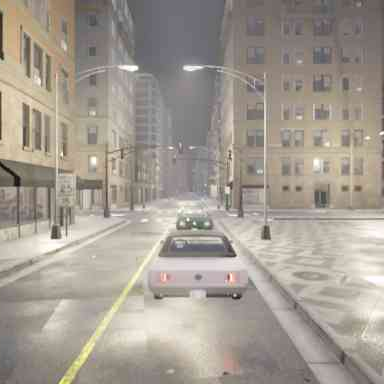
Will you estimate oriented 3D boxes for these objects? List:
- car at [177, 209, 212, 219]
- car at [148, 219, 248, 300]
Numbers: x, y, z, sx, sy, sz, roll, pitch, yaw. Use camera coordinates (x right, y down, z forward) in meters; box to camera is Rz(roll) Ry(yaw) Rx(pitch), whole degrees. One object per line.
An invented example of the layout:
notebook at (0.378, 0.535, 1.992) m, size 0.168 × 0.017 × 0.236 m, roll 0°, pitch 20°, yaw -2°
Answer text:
car at (0.133, 1.594, 18.589) m, size 1.895 × 1.301 × 4.718 m, roll 0°, pitch 0°, yaw 0°
car at (0.115, 1.598, 8.354) m, size 1.895 × 1.301 × 4.718 m, roll 0°, pitch 0°, yaw 0°
